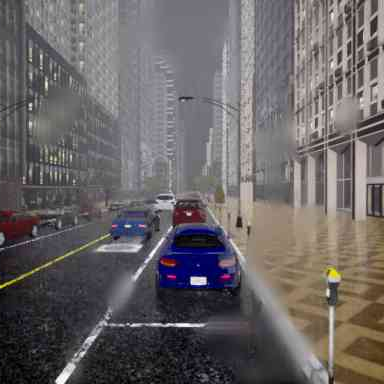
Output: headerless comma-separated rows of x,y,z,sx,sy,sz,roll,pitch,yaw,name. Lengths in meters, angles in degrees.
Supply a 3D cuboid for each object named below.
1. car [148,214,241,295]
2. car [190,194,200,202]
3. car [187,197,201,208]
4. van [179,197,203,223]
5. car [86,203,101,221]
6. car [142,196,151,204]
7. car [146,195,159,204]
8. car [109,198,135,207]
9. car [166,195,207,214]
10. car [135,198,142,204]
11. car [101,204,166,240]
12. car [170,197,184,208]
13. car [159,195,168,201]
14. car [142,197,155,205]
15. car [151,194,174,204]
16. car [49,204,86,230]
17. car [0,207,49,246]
0.158,1.524,8.618,1.812,1.442,4.674,0,0,1,car
0.729,1.294,77.475,2.192,1.841,5.009,-1,0,1,car
0.303,1.539,49.059,2.008,1.369,4.403,-1,0,1,car
-0.042,1.335,26.328,1.690,1.788,3.998,-1,0,1,van
-8.419,1.575,26.454,1.802,1.307,4.206,-1,0,1,car
-5.407,1.195,47.300,1.994,1.385,4.181,0,0,1,car
-7.821,1.423,66.235,1.967,1.590,4.097,-1,0,1,car
-8.248,1.541,37.820,2.008,1.369,4.403,-1,0,1,car
-0.128,1.310,20.645,2.192,1.841,5.009,-1,0,1,car
-8.077,1.538,49.186,2.008,1.369,4.403,-1,0,1,car
-2.762,1.543,17.089,2.033,1.411,5.357,0,0,1,car
-2.263,1.513,50.279,1.812,1.442,4.674,0,0,1,car
-7.477,1.540,88.967,1.947,1.339,4.313,-1,0,1,car
-7.905,1.566,60.552,1.802,1.307,4.206,-1,0,1,car
-2.592,1.213,34.985,2.150,2.045,5.566,0,0,1,car
-8.506,1.545,20.771,2.008,1.369,4.403,-1,0,1,car
-8.591,1.541,15.088,1.887,1.381,4.507,-1,0,1,car
